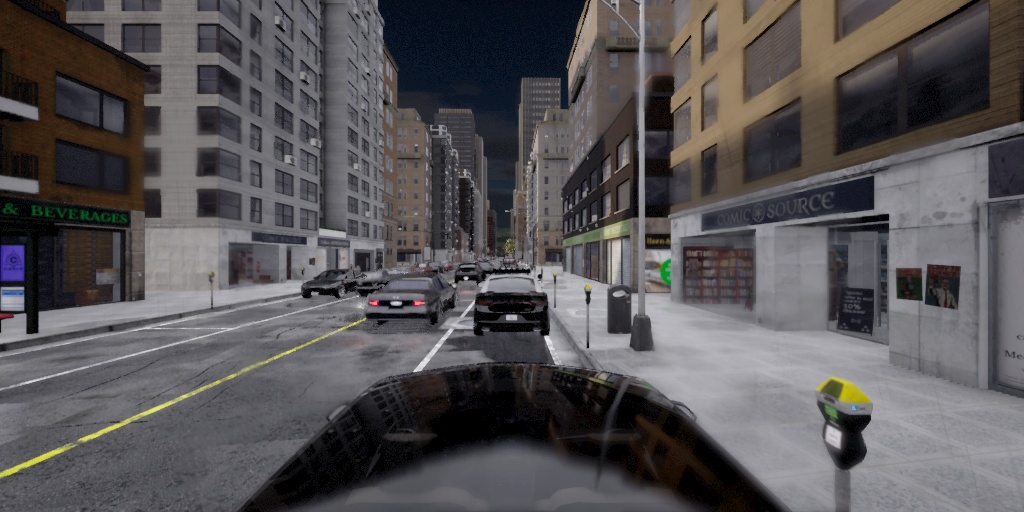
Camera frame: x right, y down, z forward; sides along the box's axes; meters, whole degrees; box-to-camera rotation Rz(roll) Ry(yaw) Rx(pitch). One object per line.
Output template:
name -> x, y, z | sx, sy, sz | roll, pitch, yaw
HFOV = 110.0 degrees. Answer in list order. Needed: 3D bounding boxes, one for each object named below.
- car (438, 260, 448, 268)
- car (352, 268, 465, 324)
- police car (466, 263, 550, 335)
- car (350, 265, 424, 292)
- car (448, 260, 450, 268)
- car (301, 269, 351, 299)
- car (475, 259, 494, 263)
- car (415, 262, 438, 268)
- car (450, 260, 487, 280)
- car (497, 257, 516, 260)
car -> -8.796, 1.317, 40.305 | 1.948, 1.339, 4.313 | 0, 0, 0
car -> -3.040, 1.297, 11.923 | 2.033, 1.411, 5.357 | 0, 0, 0
police car -> -0.008, 1.175, 10.608 | 1.930, 1.638, 5.238 | 0, 0, 0
car -> -6.244, 1.351, 18.578 | 1.895, 1.301, 4.718 | 0, 0, 0
car -> -8.794, 1.191, 45.830 | 1.967, 1.591, 4.097 | 0, 0, 0
car -> -8.806, 1.316, 18.204 | 1.948, 1.339, 4.313 | 0, 0, 0
car -> -3.029, 1.315, 40.377 | 1.994, 1.385, 4.181 | 0, 0, 0
car -> -8.799, 1.333, 34.780 | 1.802, 1.307, 4.207 | 0, 0, 0
car -> -3.133, 1.255, 26.864 | 1.837, 1.490, 4.892 | 0, 0, 0
car -> -0.270, 1.066, 40.308 | 2.192, 1.841, 5.009 | 0, 0, 0
